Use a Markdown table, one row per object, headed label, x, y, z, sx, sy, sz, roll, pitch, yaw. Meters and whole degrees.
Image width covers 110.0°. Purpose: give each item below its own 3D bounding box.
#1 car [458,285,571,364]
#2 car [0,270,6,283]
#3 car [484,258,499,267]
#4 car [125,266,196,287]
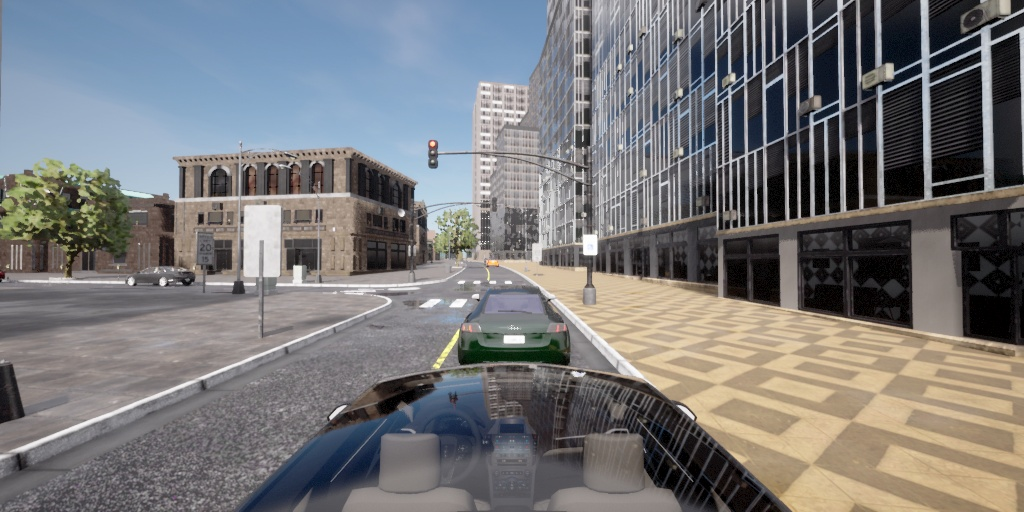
| label | x | y | z | sx | sy | sz | roll | pitch | yaw |
| --- | --- | --- | --- | --- | --- | --- | --- | --- | --- |
| car | 0.039 | 1.315 | 7.790 | 1.994 | 1.385 | 4.181 | 0 | 0 | 0 |
| car | -41.451 | 1.378 | 27.460 | 4.507 | 1.381 | 1.888 | 0 | 0 | 9 |
| car | -3.557 | 1.090 | 64.688 | 2.097 | 1.767 | 4.553 | 0 | 0 | -7 |
| car | -24.213 | 1.376 | 24.703 | 4.403 | 1.370 | 2.007 | 0 | 0 | 9 |
